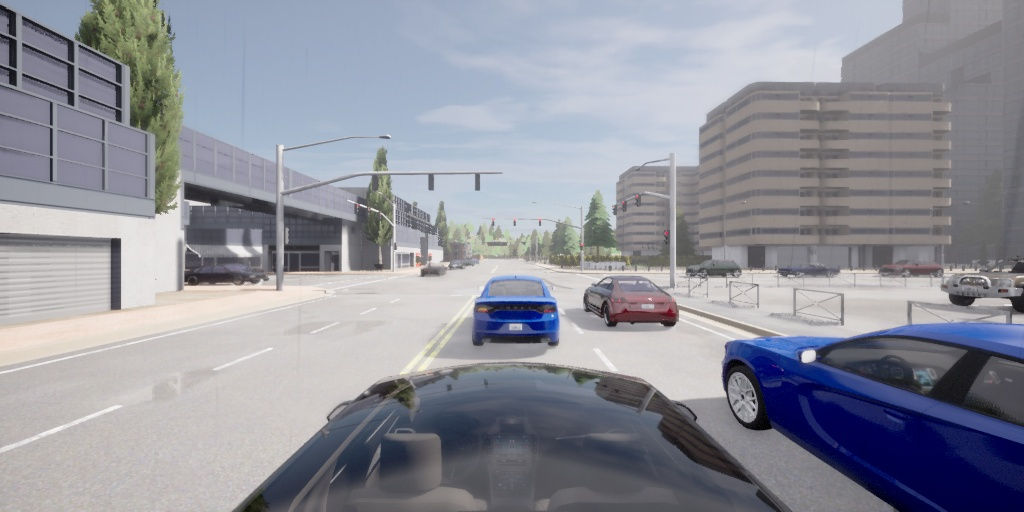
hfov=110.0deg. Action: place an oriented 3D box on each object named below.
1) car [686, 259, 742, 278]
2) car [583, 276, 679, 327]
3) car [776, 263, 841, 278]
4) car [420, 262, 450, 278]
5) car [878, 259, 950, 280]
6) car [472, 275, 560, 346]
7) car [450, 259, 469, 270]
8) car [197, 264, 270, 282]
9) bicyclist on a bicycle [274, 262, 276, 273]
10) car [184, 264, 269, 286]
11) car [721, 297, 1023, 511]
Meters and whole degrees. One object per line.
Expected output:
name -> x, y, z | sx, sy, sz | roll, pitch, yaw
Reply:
car -> 18.692, 1.102, 33.391 | 4.553, 1.767, 2.097 | 0, 0, -1
car -> 3.604, 1.314, 11.560 | 1.994, 1.385, 4.181 | 0, 0, 0
car -> 27.679, 1.351, 33.575 | 4.718, 1.301, 1.895 | 0, 0, -1
car -> -7.498, 1.351, 34.603 | 1.895, 1.301, 4.718 | 0, 0, -1
car -> 37.476, 1.102, 33.760 | 4.553, 1.767, 2.097 | 0, 0, -1
car -> 0.096, 1.228, 9.429 | 1.882, 1.535, 5.008 | 0, 0, 0
car -> -7.895, 1.243, 51.793 | 2.128, 1.511, 4.902 | 0, 0, -1
car -> -21.815, 1.314, 28.218 | 4.181, 1.385, 1.994 | 0, 0, -1
bicyclist on a bicycle -> -25.833, 1.053, 39.649 | 0.582, 1.620, 1.656 | 0, 0, -1
car -> -19.935, 1.297, 24.744 | 5.357, 1.411, 2.033 | 0, 0, -1
car -> 3.603, 1.228, 2.576 | 1.882, 1.535, 5.008 | 0, 0, 0
